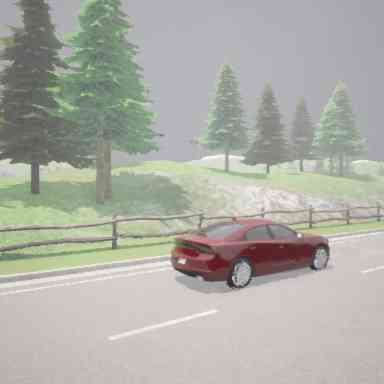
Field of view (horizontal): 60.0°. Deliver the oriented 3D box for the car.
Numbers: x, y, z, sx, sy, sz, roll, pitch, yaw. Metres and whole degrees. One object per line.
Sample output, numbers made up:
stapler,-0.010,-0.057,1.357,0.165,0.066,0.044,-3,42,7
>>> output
car,1.791,1.477,9.232,5.008,1.535,1.882,0,0,-35
